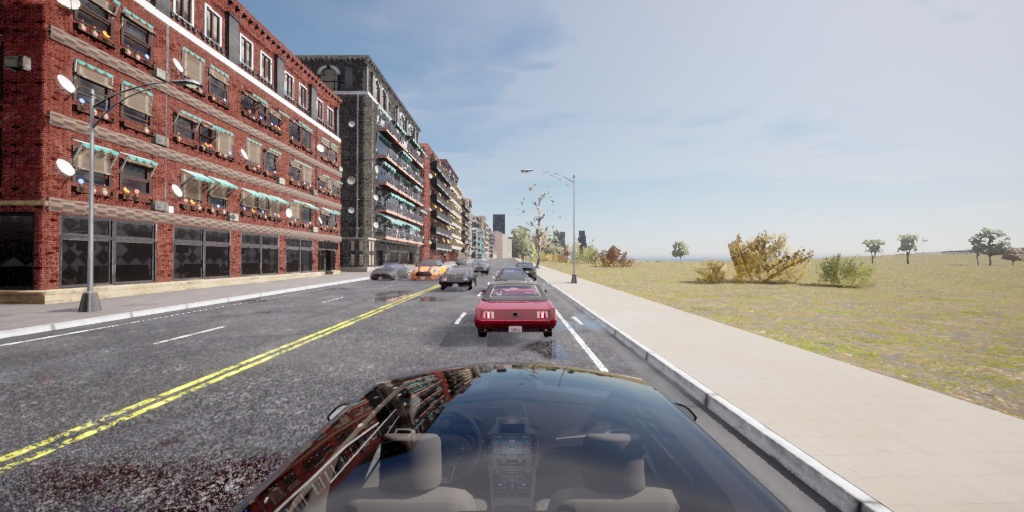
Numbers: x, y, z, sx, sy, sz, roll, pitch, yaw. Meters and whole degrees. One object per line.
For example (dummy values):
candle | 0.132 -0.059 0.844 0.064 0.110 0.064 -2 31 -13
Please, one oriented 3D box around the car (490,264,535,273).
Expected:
car | 0.034 1.317 20.277 1.994 1.385 4.181 0 0 0

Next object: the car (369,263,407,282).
car | -9.937 1.300 29.704 2.033 1.411 5.357 0 0 0

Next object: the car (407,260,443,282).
car | -6.686 1.105 29.195 2.097 1.767 4.553 0 0 0

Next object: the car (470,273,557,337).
car | 0.074 1.352 10.246 1.895 1.301 4.718 0 0 0

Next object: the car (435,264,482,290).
car | -3.215 1.354 22.487 1.895 1.301 4.718 0 0 0

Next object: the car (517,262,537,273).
car | 1.049 1.259 30.270 1.837 1.490 4.892 0 0 0

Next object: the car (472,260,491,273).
car | -3.263 1.354 38.217 1.895 1.301 4.718 0 0 0
